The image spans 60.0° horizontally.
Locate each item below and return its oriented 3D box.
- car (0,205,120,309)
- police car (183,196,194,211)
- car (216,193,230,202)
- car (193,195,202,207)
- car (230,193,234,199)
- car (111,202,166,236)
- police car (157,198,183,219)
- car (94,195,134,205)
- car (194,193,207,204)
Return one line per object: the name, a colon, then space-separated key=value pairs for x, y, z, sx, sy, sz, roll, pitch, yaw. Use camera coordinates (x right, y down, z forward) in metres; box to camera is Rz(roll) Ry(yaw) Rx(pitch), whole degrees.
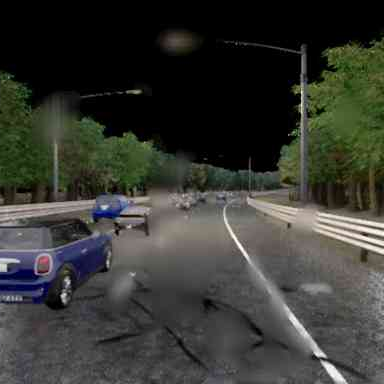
car: x=-3.407 y=1.374 z=8.071 sx=2.097 sy=1.767 sz=4.553 roll=0 pitch=0 yaw=1
police car: x=-1.365 y=1.524 z=40.602 sx=2.038 sy=1.542 sz=4.974 roll=0 pitch=0 yaw=6
car: x=6.364 y=1.232 z=71.070 sx=1.882 sy=1.535 sz=5.008 roll=0 pitch=1 yaw=11
car: x=-0.106 y=1.541 z=51.388 sx=2.033 sy=1.411 sz=5.357 roll=0 pitch=0 yaw=7
car: x=10.094 y=1.119 z=88.934 sx=2.128 sy=1.511 sz=4.902 roll=0 pitch=1 yaw=13
car: x=-3.015 y=1.543 z=18.951 sx=2.128 sy=1.511 sz=4.902 roll=0 pitch=0 yaw=3
police car: x=-2.327 y=1.470 z=29.896 sx=1.930 sy=1.638 sz=5.238 roll=0 pitch=0 yaw=4
car: x=-5.976 y=1.269 z=26.089 sx=2.150 sy=2.045 sz=5.566 roll=0 pitch=0 yaw=4
car: x=1.447 y=1.190 z=62.164 sx=2.150 sy=2.045 sz=5.566 roll=0 pitch=0 yaw=9
